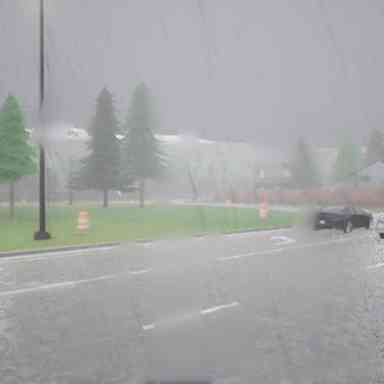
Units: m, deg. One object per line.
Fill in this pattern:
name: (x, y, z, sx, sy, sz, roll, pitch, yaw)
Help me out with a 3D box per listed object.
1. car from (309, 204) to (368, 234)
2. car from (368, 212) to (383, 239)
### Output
car: (8.571, 1.411, 18.944, 5.008, 1.535, 1.882, 0, 1, -43)
car: (10.392, 1.461, 15.480, 4.674, 1.442, 1.812, 0, 0, -36)
